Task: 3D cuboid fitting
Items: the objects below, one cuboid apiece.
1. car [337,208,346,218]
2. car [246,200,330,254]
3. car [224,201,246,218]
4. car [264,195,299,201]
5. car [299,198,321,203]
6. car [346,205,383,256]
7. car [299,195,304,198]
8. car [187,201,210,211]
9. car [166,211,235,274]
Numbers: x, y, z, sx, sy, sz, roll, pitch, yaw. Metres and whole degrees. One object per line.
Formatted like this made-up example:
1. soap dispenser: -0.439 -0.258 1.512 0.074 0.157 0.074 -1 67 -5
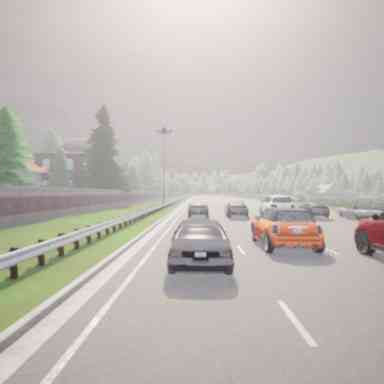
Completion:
1. car: 14.560 1.762 29.225 1.895 1.301 4.718 0 0 1
2. car: 3.806 1.407 13.989 2.097 1.767 4.553 0 0 1
3. car: 4.088 1.583 30.967 2.128 1.511 4.902 0 0 1
4. car: 7.576 1.336 30.102 2.150 2.045 5.566 0 0 1
5. car: 11.087 1.632 30.831 2.128 1.511 4.902 0 0 1
6. car: 7.248 1.294 10.364 2.150 2.045 5.566 0 0 1
7. car: 24.184 1.539 77.357 3.866 1.878 1.905 0 0 1
8. car: 0.588 1.559 31.017 2.128 1.511 4.902 0 0 1
9. car: 0.248 1.571 10.582 2.033 1.411 5.357 0 0 1
